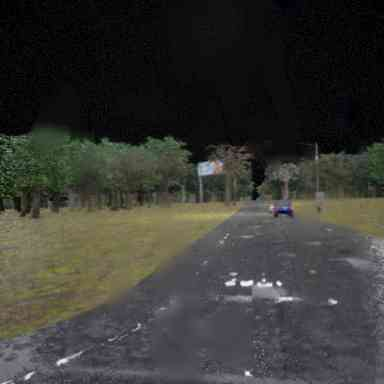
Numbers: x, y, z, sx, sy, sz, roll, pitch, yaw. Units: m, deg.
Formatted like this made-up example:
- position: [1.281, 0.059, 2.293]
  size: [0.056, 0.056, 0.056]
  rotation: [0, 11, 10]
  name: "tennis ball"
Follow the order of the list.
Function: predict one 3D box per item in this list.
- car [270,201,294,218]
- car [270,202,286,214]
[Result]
- position: [11.433, 2.119, 41.702]
  size: [2.150, 2.045, 5.566]
  rotation: [-2, -1, 11]
  name: "car"
- position: [13.409, 2.443, 52.145]
  size: [2.097, 1.767, 4.553]
  rotation: [-2, -1, 11]
  name: "car"
